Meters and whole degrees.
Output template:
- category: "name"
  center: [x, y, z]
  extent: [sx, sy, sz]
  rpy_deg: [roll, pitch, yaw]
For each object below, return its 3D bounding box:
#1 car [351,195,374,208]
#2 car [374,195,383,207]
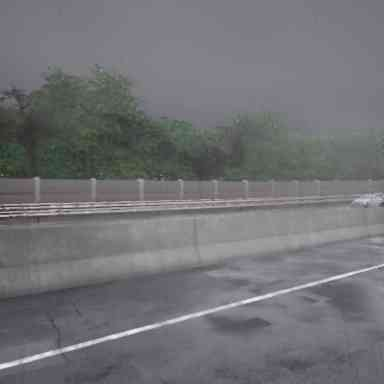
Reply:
- category: "car"
  center: [20.917, 1.100, 39.523]
  extent: [4.674, 1.442, 1.812]
  rpy_deg: [-1, 1, -33]
- category: "car"
  center: [22.444, 1.065, 36.342]
  extent: [5.008, 1.535, 1.882]
  rpy_deg: [-1, 1, -33]
